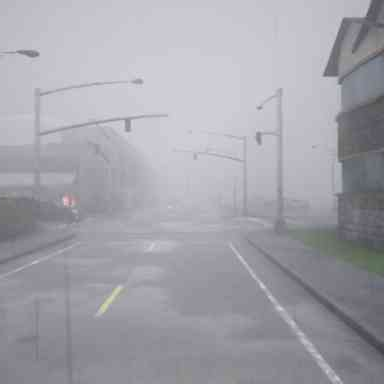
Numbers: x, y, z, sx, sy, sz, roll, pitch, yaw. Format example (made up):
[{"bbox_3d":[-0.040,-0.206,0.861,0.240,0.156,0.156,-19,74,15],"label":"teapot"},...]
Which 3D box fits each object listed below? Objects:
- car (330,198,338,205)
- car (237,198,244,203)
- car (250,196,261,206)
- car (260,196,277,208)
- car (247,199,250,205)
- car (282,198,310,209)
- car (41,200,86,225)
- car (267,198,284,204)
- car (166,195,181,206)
[{"bbox_3d":[32.236,2.039,72.639,3.633,1.501,1.845,0,-1,0],"label":"car"},{"bbox_3d":[13.809,2.238,87.592,3.633,1.501,1.845,0,-1,0],"label":"car"},{"bbox_3d":[14.105,1.733,66.107,3.866,1.878,1.905,0,-1,0],"label":"car"},{"bbox_3d":[14.118,1.686,53.313,5.027,1.636,2.152,0,-1,0],"label":"car"},{"bbox_3d":[13.690,1.782,69.012,4.605,1.855,1.932,0,-1,0],"label":"car"},{"bbox_3d":[14.448,1.703,46.895,3.806,1.475,1.970,0,-1,0],"label":"car"},{"bbox_3d":[-10.185,1.383,24.374,4.553,1.767,2.097,0,-1,0],"label":"car"},{"bbox_3d":[21.233,2.220,84.620,3.806,1.475,1.970,0,-1,0],"label":"car"},{"bbox_3d":[-3.560,1.888,68.488,2.150,2.045,5.566,0,0,0],"label":"car"}]
